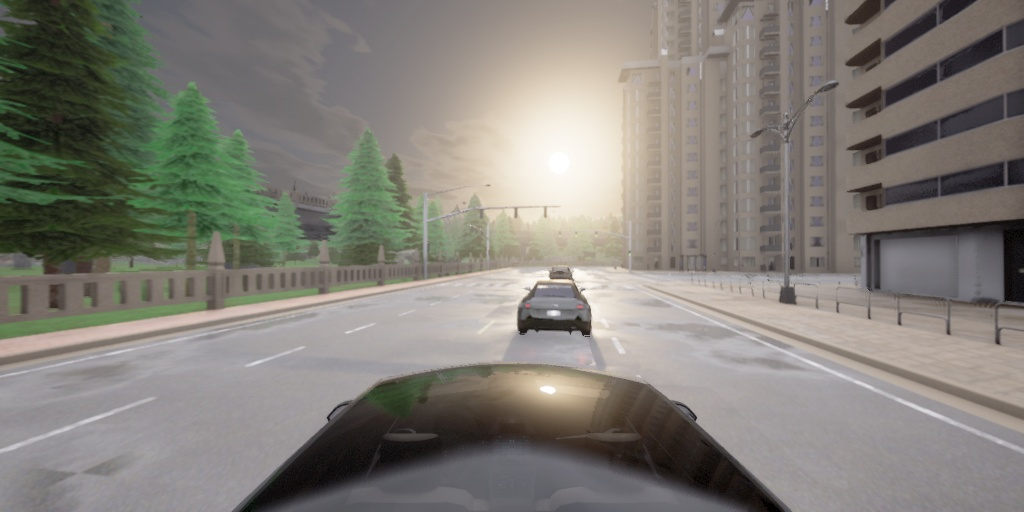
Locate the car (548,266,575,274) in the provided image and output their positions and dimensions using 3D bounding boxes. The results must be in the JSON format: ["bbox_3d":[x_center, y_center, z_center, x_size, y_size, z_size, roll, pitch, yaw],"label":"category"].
[{"bbox_3d":[3.909,1.529,28.637,1.837,1.490,4.892,0,0,9],"label":"car"}]

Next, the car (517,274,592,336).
[{"bbox_3d":[1.301,1.407,10.878,1.994,1.385,4.181,0,0,8],"label":"car"}]
